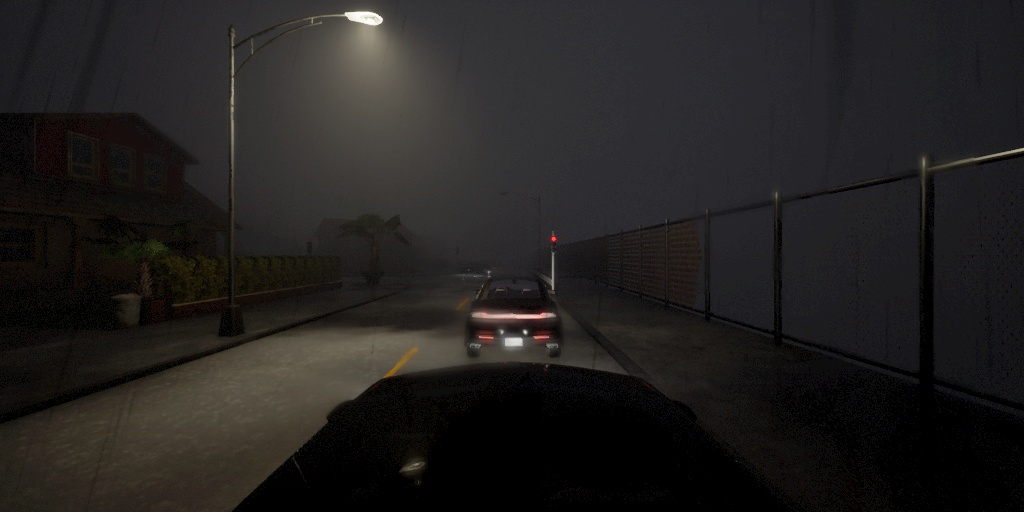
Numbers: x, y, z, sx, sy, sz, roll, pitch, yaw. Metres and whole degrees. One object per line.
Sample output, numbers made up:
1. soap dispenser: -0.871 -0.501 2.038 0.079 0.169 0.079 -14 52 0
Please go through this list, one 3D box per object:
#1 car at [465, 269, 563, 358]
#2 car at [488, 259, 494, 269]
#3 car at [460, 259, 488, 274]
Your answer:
1. car: 0.052 1.242 8.472 2.128 1.511 4.902 0 0 0
2. car: -4.112 1.256 53.033 1.837 1.490 4.892 0 0 0
3. car: -4.354 1.314 39.963 1.994 1.385 4.181 0 0 6
